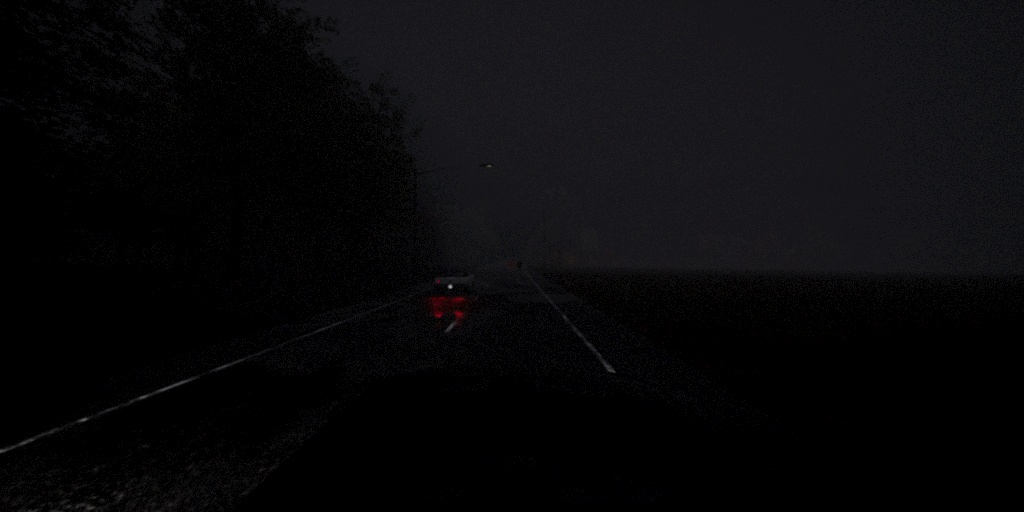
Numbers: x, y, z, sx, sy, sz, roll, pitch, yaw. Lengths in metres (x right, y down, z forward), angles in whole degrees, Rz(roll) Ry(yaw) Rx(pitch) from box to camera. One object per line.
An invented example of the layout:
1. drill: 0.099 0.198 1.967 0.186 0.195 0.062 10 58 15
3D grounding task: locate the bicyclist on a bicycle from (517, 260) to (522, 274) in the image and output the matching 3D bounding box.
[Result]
1. bicyclist on a bicycle: 0.973 1.295 43.283 0.659 1.776 1.843 0 0 0

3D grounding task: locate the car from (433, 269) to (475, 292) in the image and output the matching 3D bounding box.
1. car: -3.397 1.435 21.975 1.895 1.301 4.718 0 0 0
